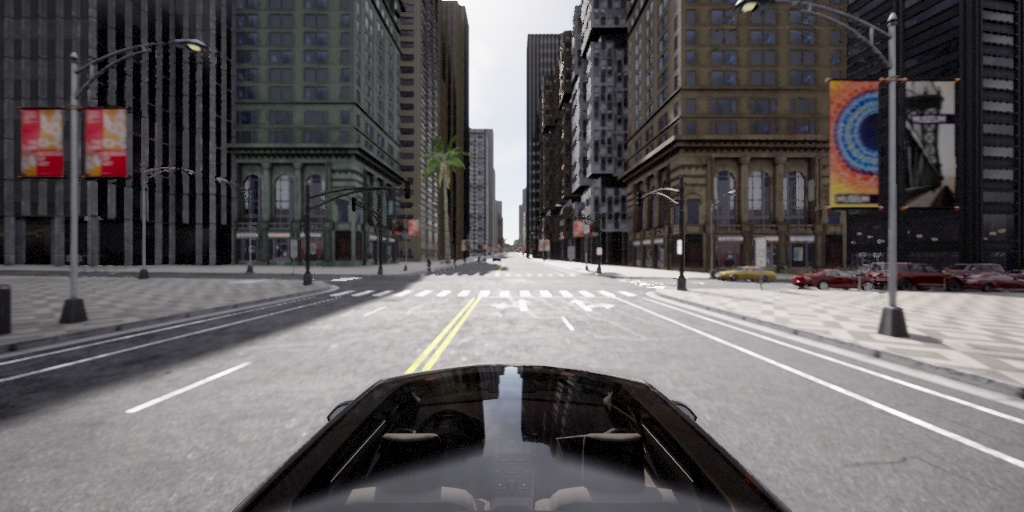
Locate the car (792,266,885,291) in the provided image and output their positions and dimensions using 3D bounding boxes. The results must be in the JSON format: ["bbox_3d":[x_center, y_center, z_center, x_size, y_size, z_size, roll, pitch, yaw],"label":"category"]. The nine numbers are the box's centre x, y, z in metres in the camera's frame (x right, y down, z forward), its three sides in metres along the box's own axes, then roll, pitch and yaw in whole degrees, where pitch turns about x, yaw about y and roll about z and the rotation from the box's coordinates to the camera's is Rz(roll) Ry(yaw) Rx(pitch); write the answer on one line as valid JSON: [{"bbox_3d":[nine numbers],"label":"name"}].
[{"bbox_3d":[20.707,1.525,23.160,4.507,1.381,1.888,0,0,0],"label":"car"}]

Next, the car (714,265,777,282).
[{"bbox_3d":[20.560,1.510,31.688,4.829,1.417,1.751,0,0,0],"label":"car"}]

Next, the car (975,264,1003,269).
[{"bbox_3d":[40.274,1.565,31.660,5.009,1.841,2.192,0,0,0],"label":"car"}]

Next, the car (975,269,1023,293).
[{"bbox_3d":[30.881,1.701,23.134,4.207,1.307,1.802,0,0,0],"label":"car"}]

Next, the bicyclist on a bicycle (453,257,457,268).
[{"bbox_3d":[-8.769,1.031,55.069,0.582,1.620,1.656,0,1,0],"label":"bicyclist on a bicycle"}]

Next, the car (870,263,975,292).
[{"bbox_3d":[25.794,1.364,23.147,5.009,1.841,2.192,0,0,0],"label":"car"}]

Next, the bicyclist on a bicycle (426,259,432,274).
[{"bbox_3d":[-8.790,1.092,37.944,0.582,1.620,1.656,0,1,0],"label":"bicyclist on a bicycle"}]
